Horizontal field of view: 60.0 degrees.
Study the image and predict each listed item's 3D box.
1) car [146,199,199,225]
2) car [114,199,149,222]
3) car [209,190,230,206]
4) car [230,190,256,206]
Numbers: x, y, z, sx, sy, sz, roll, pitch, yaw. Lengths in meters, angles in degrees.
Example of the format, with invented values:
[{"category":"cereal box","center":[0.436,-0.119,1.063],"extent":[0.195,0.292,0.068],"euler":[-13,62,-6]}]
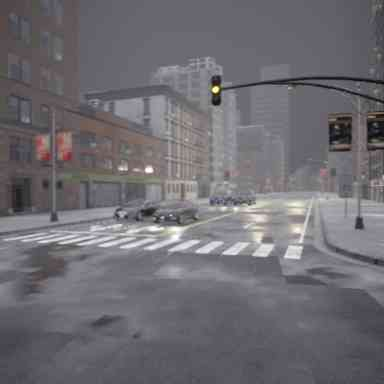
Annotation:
[{"category":"car","center":[-0.968,1.301,22.620],"extent":[1.837,1.490,4.892],"euler":[0,1,21]},{"category":"car","center":[-3.800,1.293,24.324],"extent":[2.128,1.511,4.902],"euler":[0,1,20]},{"category":"car","center":[4.071,0.795,45.340],"extent":[2.150,2.045,5.566],"euler":[0,0,21]},{"category":"car","center":[7.019,0.785,43.938],"extent":[2.150,2.045,5.566],"euler":[0,1,21]}]
